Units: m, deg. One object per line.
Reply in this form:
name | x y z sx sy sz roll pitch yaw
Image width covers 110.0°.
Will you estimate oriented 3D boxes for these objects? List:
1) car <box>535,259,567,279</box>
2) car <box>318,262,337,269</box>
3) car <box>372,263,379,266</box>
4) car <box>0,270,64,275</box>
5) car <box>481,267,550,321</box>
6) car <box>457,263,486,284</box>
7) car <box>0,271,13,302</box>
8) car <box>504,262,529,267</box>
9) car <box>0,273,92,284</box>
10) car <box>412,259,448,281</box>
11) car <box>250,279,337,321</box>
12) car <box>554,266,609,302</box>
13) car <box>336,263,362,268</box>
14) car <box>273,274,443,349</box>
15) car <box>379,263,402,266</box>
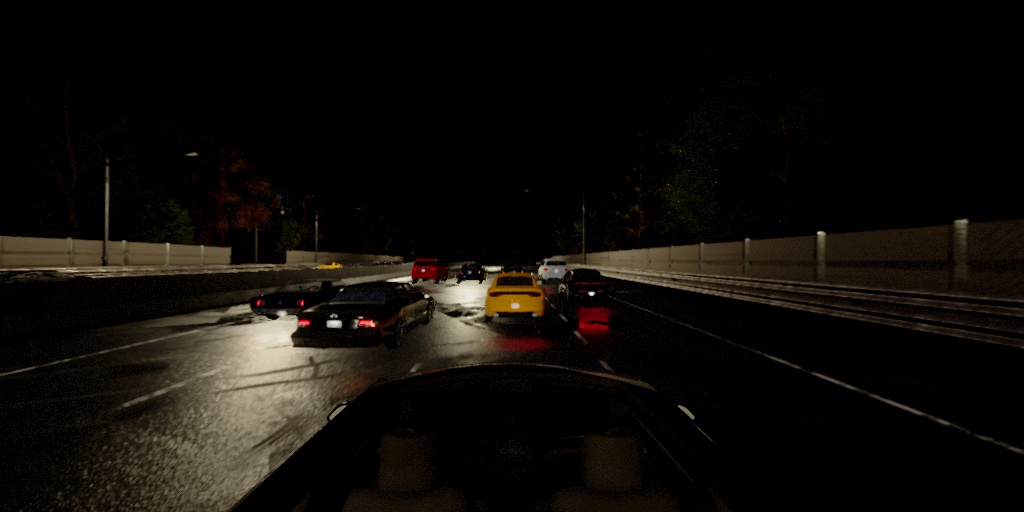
car | 3.492 1.257 30.854 2.150 2.045 5.566 0 -1 0
car | -28.050 1.768 55.525 1.882 1.535 5.008 0 0 1
car | -21.054 1.814 57.446 1.837 1.490 4.892 0 0 1
car | -21.104 1.374 15.264 2.128 1.511 4.902 0 -1 0
car | 0.097 1.338 13.038 1.882 1.535 5.008 0 -1 0
car | -3.409 1.392 31.006 2.097 1.767 4.553 0 -1 0
car | -24.603 1.402 14.664 1.812 1.442 4.674 0 -1 0
car | 0.091 1.392 31.005 2.097 1.767 4.553 0 -1 0
car | -17.602 1.458 12.707 1.895 1.301 4.718 0 -1 0
car | -6.909 1.257 30.567 2.150 2.045 5.566 0 -1 0
car | -6.902 1.461 12.991 1.895 1.301 4.718 0 -1 0
car | 3.495 1.413 18.166 1.837 1.490 4.892 0 -1 0
car | -24.558 1.887 55.121 1.895 1.301 4.718 0 -1 1
car | -3.403 1.372 9.374 2.033 1.411 5.357 0 -1 0
car | -17.576 1.773 53.350 1.837 1.490 4.892 0 -1 0
